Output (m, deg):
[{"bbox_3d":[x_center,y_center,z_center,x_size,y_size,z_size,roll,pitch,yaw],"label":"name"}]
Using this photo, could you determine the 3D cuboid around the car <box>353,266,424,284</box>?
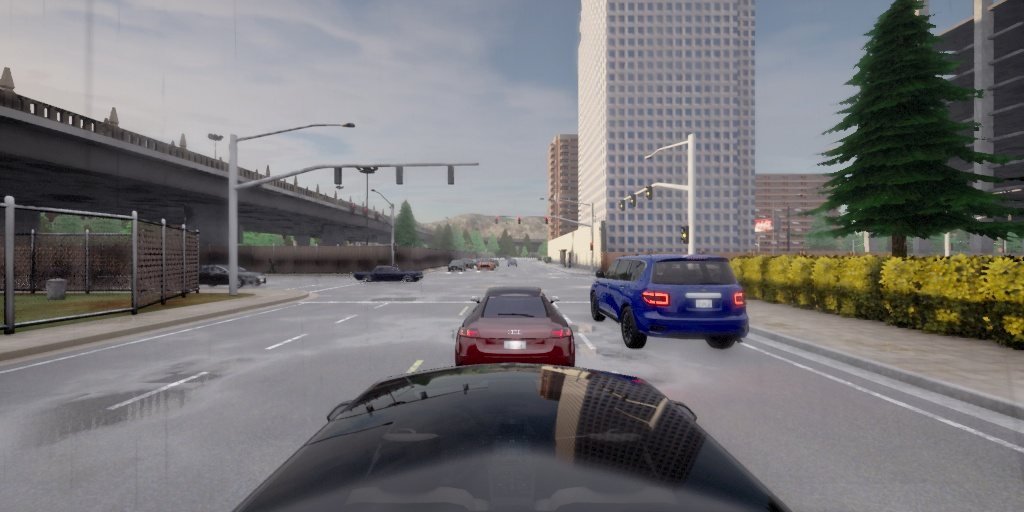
[{"bbox_3d":[-9.057,1.374,26.672,4.718,1.301,1.895,0,0,0],"label":"car"}]

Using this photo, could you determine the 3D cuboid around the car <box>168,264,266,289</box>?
[{"bbox_3d":[-18.600,1.297,23.150,4.902,1.511,2.128,0,0,0],"label":"car"}]

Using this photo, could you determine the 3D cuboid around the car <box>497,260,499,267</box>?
[{"bbox_3d":[-3.595,1.242,58.872,2.128,1.511,4.902,0,0,0],"label":"car"}]

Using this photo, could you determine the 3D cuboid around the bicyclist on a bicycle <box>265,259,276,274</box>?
[{"bbox_3d":[-25.306,1.106,37.617,0.582,1.620,1.656,0,0,0],"label":"bicyclist on a bicycle"}]

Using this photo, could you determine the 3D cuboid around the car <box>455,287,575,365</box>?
[{"bbox_3d":[0.062,1.314,7.430,1.994,1.385,4.181,0,0,0],"label":"car"}]

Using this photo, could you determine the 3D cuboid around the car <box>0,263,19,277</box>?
[{"bbox_3d":[-49.292,1.369,33.720,4.181,1.385,1.994,0,0,1],"label":"car"}]

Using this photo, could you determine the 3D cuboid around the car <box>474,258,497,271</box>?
[{"bbox_3d":[-3.598,1.102,49.800,2.097,1.767,4.553,0,0,0],"label":"car"}]

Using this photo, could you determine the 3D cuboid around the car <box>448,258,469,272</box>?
[{"bbox_3d":[-7.103,1.255,46.656,1.837,1.490,4.892,0,0,0],"label":"car"}]

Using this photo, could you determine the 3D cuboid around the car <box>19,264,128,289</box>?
[{"bbox_3d":[-27.757,1.295,23.129,4.902,1.511,2.128,0,0,0],"label":"car"}]

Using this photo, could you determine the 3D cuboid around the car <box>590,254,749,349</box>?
[{"bbox_3d":[3.567,0.971,9.297,2.150,2.045,5.566,0,0,1],"label":"car"}]

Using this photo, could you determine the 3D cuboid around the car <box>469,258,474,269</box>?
[{"bbox_3d":[-7.101,1.102,55.540,2.097,1.767,4.553,0,0,0],"label":"car"}]
